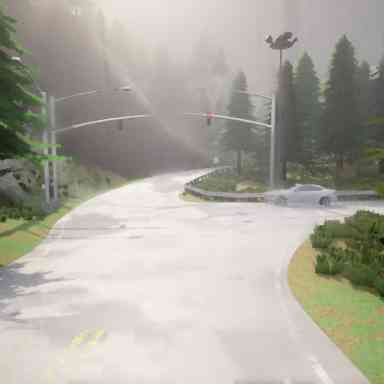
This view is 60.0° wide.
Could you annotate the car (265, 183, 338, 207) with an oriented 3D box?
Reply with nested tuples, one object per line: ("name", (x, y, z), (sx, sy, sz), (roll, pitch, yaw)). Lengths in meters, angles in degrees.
("car", (7.193, 0.172, 22.015), (4.674, 1.442, 1.812), (0, 5, -2))
